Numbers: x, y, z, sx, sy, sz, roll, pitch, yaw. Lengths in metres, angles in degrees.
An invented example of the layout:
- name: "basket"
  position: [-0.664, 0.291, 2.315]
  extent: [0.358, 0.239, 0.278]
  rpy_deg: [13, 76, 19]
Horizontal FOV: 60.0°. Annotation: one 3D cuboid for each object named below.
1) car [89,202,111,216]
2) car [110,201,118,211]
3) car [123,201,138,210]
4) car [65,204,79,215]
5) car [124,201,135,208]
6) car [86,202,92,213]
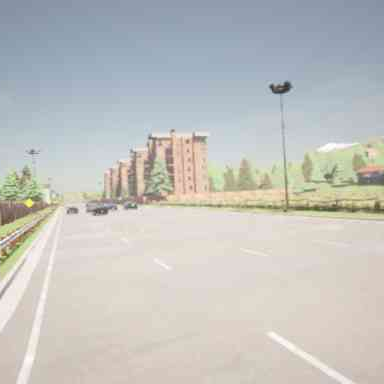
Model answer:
- name: "car"
  position: [-13.645, 2.643, 49.325]
  extent: [1.882, 1.535, 5.008]
  rpy_deg: [-3, 0, -21]
- name: "car"
  position: [-15.231, 2.894, 62.976]
  extent: [1.812, 1.442, 4.674]
  rpy_deg: [-3, -1, -21]
- name: "car"
  position: [-11.866, 2.545, 63.950]
  extent: [2.097, 1.767, 4.553]
  rpy_deg: [-3, -1, -21]
- name: "car"
  position: [-21.174, 3.151, 58.959]
  extent: [2.128, 1.511, 4.902]
  rpy_deg: [-3, -1, -21]
- name: "car"
  position: [-15.947, 3.112, 84.147]
  extent: [1.812, 1.442, 4.674]
  rpy_deg: [-3, -1, -21]
- name: "car"
  position: [-18.551, 3.088, 61.874]
  extent: [2.033, 1.411, 5.357]
  rpy_deg: [-3, -1, -21]
